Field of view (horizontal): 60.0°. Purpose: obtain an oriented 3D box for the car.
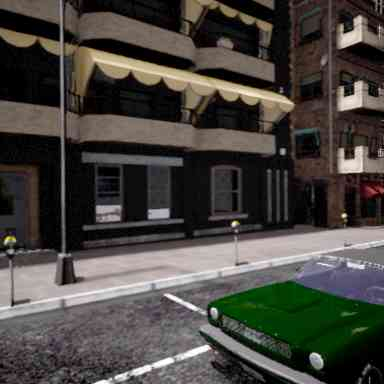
[{"bbox_3d":[2.437,1.600,4.813,4.718,1.301,1.895,0,0,-36],"label":"car"}]
